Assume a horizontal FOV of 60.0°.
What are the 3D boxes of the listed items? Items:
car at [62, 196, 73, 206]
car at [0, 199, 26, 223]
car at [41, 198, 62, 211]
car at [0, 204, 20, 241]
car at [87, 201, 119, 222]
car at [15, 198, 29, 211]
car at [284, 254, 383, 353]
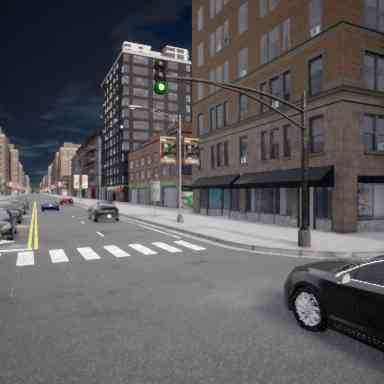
[{"bbox_3d":[-21.507,1.495,56.957,1.882,1.535,5.008,0,0,-25],"label":"car"},{"bbox_3d":[-13.704,1.521,24.851,1.837,1.490,4.892,0,0,-25],"label":"car"},{"bbox_3d":[-17.881,1.580,41.843,1.994,1.385,4.181,0,0,-25],"label":"car"},{"bbox_3d":[-9.773,1.539,16.475,1.812,1.442,4.674,0,0,-25],"label":"car"},{"bbox_3d":[-7.131,1.514,26.614,1.837,1.490,4.892,0,0,-25],"label":"car"},{"bbox_3d":[-17.949,1.523,33.919,1.837,1.490,4.892,0,0,-25],"label":"car"},{"bbox_3d":[3.306,1.505,4.408,1.837,1.490,4.892,0,0,-25],"label":"car"}]
